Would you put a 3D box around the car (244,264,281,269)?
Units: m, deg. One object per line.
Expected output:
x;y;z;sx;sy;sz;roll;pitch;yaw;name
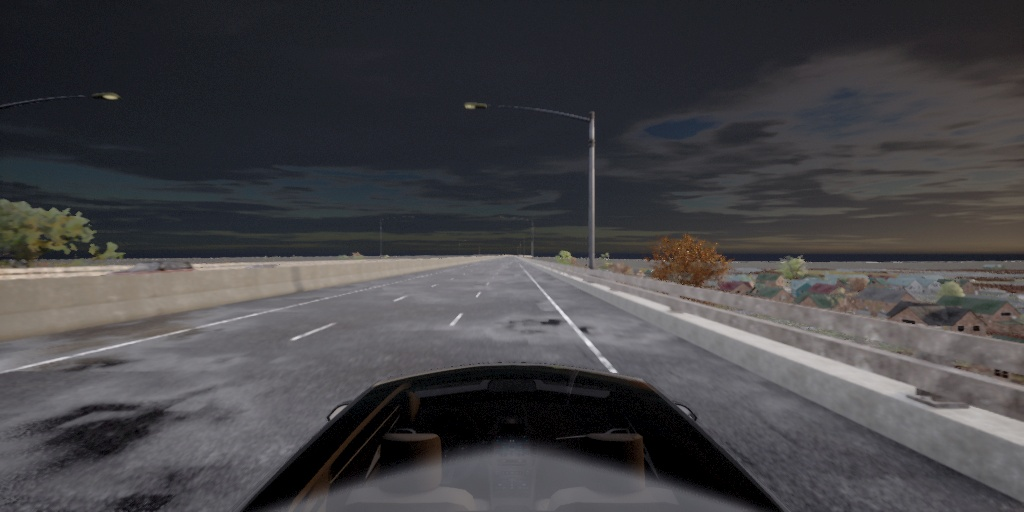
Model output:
-17.473;1.293;25.082;2.033;1.411;5.357;0;0;-2;car

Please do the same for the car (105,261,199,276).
-20.992;1.095;21.037;2.097;1.767;4.553;0;0;0;car
